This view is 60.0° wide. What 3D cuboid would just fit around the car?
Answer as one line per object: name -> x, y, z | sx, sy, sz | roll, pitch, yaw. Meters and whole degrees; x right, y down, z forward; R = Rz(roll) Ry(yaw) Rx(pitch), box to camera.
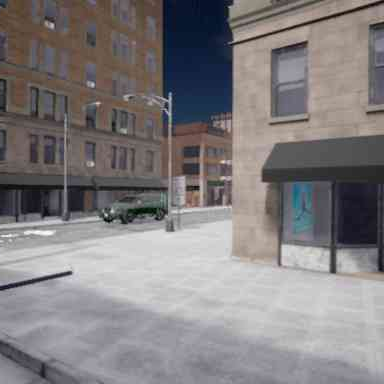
car -> -4.082, 1.173, 24.273 | 2.150, 2.045, 5.566 | 1, 1, 35
